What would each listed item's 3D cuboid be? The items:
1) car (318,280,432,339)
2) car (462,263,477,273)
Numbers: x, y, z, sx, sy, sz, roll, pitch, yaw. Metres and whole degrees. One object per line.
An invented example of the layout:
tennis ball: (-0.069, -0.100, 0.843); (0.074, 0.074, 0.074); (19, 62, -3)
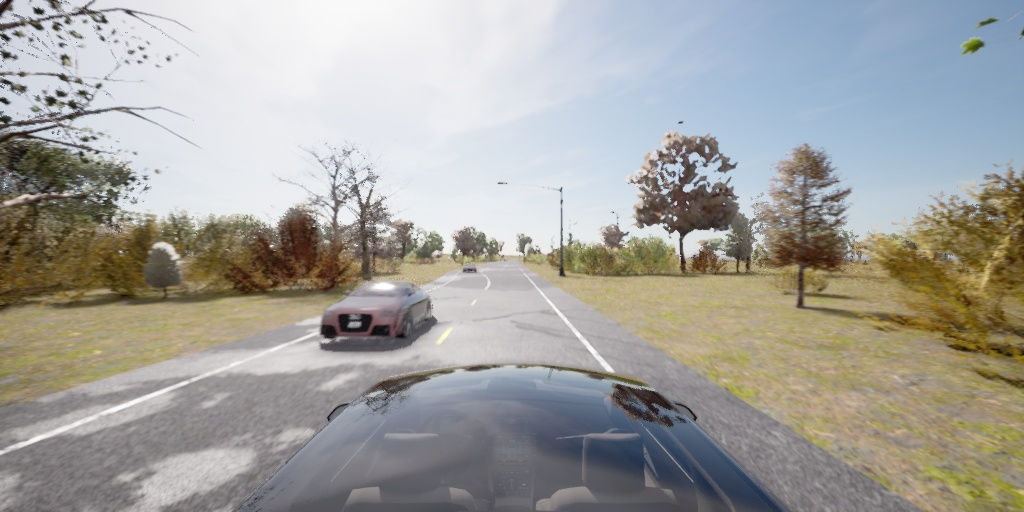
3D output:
car: (-3.609, 1.399, 10.220); (1.994, 1.385, 4.181); (0, -1, 0)
car: (-6.218, 1.771, 52.868); (1.994, 1.385, 4.181); (0, 0, -6)
